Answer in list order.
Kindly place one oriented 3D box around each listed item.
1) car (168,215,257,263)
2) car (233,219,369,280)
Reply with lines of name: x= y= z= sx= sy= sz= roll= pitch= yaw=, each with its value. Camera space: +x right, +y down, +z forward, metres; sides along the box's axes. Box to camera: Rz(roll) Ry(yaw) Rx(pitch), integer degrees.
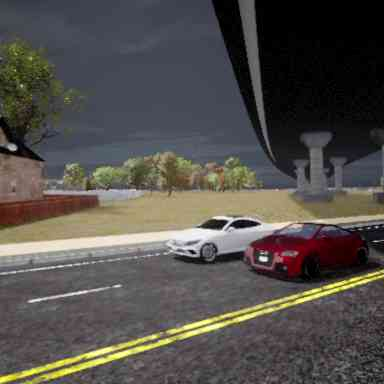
car: x=1.310 y=1.631 z=12.591 sx=4.674 sy=1.442 sz=1.812 roll=0 pitch=-1 yaw=-35
car: x=3.564 y=1.635 z=10.204 sx=4.181 sy=1.385 sz=1.994 roll=0 pitch=-1 yaw=-35
